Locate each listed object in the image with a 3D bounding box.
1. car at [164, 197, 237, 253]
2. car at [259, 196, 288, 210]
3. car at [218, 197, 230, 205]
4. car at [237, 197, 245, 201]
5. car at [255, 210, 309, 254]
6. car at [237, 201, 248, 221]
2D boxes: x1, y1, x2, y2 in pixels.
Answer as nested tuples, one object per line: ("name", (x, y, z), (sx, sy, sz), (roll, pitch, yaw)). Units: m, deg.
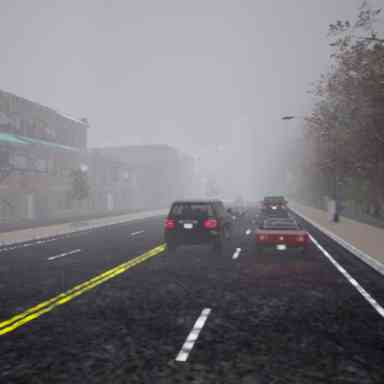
("car", (0.463, 1.322, 14.536), (2.150, 2.045, 5.566), (-1, 0, 13))
("car", (6.990, 1.347, 28.418), (2.150, 2.045, 5.566), (-1, 0, 13))
("car", (6.892, 1.932, 71.485), (1.882, 1.535, 5.008), (-1, 0, 13))
("car", (10.064, 1.765, 70.787), (2.097, 1.767, 4.553), (-1, 0, 13))
("car", (3.650, 1.662, 13.873), (1.895, 1.301, 4.718), (-1, 0, 13))
("car", (3.846, 1.776, 29.220), (1.895, 1.301, 4.718), (-1, 0, 13))
